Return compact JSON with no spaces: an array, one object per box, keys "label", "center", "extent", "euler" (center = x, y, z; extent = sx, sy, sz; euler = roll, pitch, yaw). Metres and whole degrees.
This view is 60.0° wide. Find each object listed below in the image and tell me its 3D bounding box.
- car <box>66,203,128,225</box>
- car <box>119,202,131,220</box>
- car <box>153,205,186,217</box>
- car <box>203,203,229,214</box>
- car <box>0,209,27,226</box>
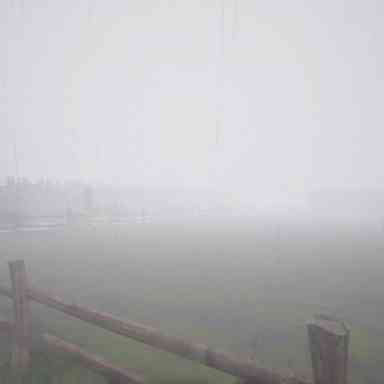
[{"label":"car","center":[-8.149,1.930,28.264],"extent":[1.882,1.535,5.008],"euler":[-1,-2,36]},{"label":"car","center":[-8.310,1.925,33.068],"extent":[2.097,1.767,4.553],"euler":[-1,-2,36]},{"label":"car","center":[-2.728,2.285,40.764],"extent":[2.128,1.511,4.902],"euler":[-1,-2,36]},{"label":"car","center":[3.621,2.392,49.468],"extent":[2.097,1.767,4.553],"euler":[-1,-2,36]},{"label":"car","center":[-14.841,1.922,24.262],"extent":[1.895,1.301,4.718],"euler":[-1,-2,39]}]
